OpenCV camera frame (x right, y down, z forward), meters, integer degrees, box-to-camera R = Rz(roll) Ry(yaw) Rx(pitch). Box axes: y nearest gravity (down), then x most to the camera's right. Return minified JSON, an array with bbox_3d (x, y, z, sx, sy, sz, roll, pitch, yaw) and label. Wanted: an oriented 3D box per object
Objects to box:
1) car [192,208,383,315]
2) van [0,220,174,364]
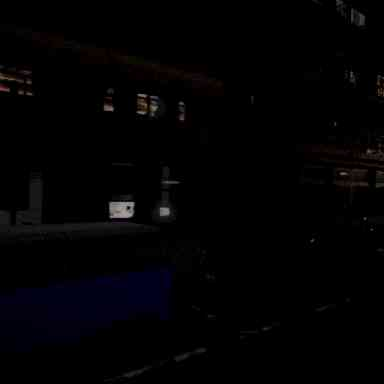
[{"bbox_3d":[2.408,1.336,7.812,5.009,1.841,2.192,0,0,-36],"label":"car"},{"bbox_3d":[-2.183,1.343,4.535,3.998,1.788,1.690,0,0,-36],"label":"van"}]
